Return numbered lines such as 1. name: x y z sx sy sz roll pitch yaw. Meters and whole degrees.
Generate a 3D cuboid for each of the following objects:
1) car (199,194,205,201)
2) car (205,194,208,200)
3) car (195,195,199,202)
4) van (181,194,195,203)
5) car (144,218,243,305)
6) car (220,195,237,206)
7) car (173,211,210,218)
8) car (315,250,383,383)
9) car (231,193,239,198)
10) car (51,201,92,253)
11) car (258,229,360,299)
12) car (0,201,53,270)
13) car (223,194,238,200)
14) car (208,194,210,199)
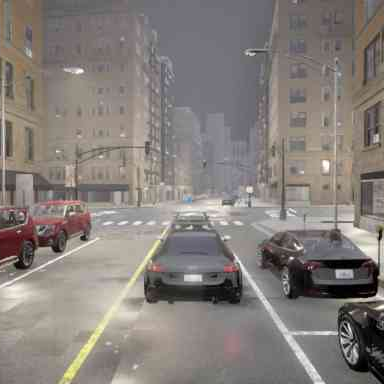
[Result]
1. car: 1.416 1.399 80.918 1.752 1.417 4.829 0 0 9
2. car: 2.283 1.449 86.518 1.802 1.307 4.206 0 0 9
3. car: -0.240 1.332 70.222 1.967 1.590 4.097 0 0 9
4. van: -1.082 1.245 64.789 1.690 1.788 3.998 0 0 9
5. car: 0.038 1.561 8.165 1.994 1.385 4.181 0 0 0
6. car: 5.663 1.509 52.622 1.947 1.339 4.313 0 0 9
7. car: -0.023 1.594 16.979 1.895 1.301 4.718 0 0 0
8. car: 2.851 1.565 2.775 1.947 1.339 4.313 -1 0 0
9. car: 10.706 1.196 85.214 2.192 1.841 5.009 0 0 9
10. car: -5.696 1.310 13.768 2.192 1.841 5.009 -1 0 0
11. car: 2.841 1.563 8.282 1.947 1.339 4.313 -1 0 0
12. car: -5.687 1.313 8.260 2.192 1.841 5.009 -1 0 0
13. car: 7.345 1.483 63.486 1.947 1.339 4.313 0 0 9
14. car: 3.123 1.303 91.951 1.967 1.590 4.097 0 0 9
